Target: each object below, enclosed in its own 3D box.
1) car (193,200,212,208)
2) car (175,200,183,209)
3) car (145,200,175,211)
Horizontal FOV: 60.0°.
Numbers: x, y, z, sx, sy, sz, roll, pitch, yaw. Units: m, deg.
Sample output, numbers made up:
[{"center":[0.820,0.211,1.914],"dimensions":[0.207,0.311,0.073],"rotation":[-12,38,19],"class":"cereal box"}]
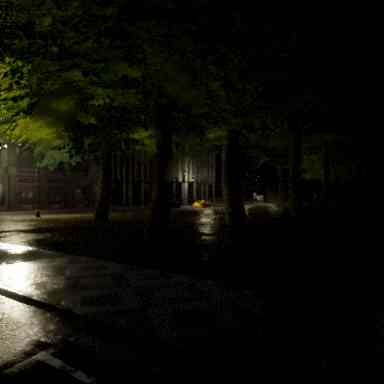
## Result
[{"center":[2.125,2.399,65.151],"dimensions":[1.882,1.535,5.008],"rotation":[0,0,34],"class":"car"},{"center":[-3.619,2.326,62.011],"dimensions":[1.882,1.535,5.008],"rotation":[0,-1,34],"class":"car"},{"center":[-5.459,2.257,53.895],"dimensions":[2.128,1.511,4.902],"rotation":[0,0,35],"class":"car"}]
